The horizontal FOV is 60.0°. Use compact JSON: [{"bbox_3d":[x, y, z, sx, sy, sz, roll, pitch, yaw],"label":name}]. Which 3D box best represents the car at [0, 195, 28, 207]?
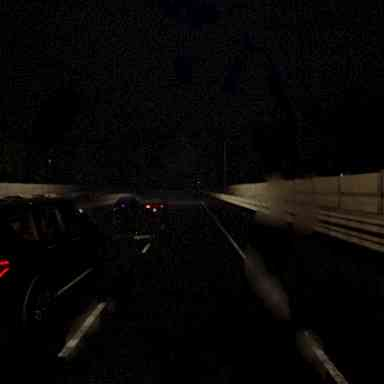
[{"bbox_3d":[-24.565,1.169,45.674,1.812,1.442,4.674,0,0,0],"label":"car"}]

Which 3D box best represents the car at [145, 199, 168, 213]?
[{"bbox_3d":[-3.395,1.347,32.629,1.895,1.301,4.718,0,0,0],"label":"car"}]

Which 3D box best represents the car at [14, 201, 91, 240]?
[{"bbox_3d":[-6.897,1.344,17.164,1.882,1.535,5.008,0,0,0],"label":"car"}]

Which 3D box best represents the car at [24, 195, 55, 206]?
[{"bbox_3d":[-21.067,1.132,46.248,2.128,1.511,4.902,0,0,0],"label":"car"}]

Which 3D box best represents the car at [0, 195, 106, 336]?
[{"bbox_3d":[-3.402,1.169,6.702,2.150,2.045,5.566,0,0,0],"label":"car"}]

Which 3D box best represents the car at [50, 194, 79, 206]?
[{"bbox_3d":[-17.570,1.132,46.226,2.128,1.511,4.902,0,0,0],"label":"car"}]

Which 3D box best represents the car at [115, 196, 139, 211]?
[{"bbox_3d":[-6.895,1.199,35.806,1.882,1.535,5.008,0,0,0],"label":"car"}]
